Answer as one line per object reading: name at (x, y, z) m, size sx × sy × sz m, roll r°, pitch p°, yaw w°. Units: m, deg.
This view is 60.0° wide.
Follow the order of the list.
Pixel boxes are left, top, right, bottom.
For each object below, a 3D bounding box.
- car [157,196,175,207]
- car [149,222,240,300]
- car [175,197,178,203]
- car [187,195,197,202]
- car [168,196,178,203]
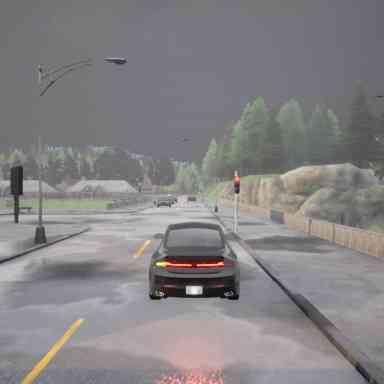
car at (-4.109, 1.564, 49.729) m, size 1.994 × 1.385 × 4.181 m, roll 0°, pitch 0°, yaw 0°
car at (0.058, 1.505, 8.363) m, size 1.837 × 1.490 × 4.892 m, roll 0°, pitch 0°, yaw 0°
car at (-4.094, 1.505, 59.744) m, size 1.837 × 1.490 × 4.892 m, roll 0°, pitch 0°, yaw 0°
car at (-0.020, 1.324, 70.981) m, size 1.882 × 1.535 × 5.008 m, roll 0°, pitch 0°, yaw 0°
car at (-4.019, 1.595, 69.926) m, size 1.895 × 1.301 × 4.718 m, roll 0°, pitch 0°, yaw 0°
